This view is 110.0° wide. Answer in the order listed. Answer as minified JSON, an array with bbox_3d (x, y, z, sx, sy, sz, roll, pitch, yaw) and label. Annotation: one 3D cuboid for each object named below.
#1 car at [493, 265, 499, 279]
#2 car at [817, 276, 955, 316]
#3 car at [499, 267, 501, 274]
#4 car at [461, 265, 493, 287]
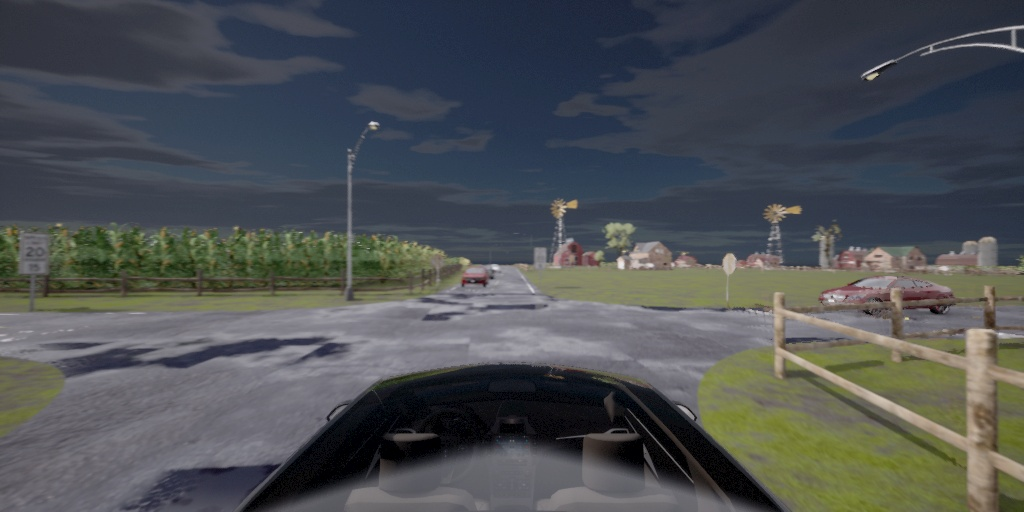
[{"bbox_3d":[-2.855,1.762,38.768,2.128,1.511,4.902,1,-1,0],"label":"car"},{"bbox_3d":[14.925,1.528,14.354,4.674,1.442,1.812,0,-1,-5],"label":"car"},{"bbox_3d":[-2.840,2.113,58.533,1.812,1.442,4.674,1,-1,0],"label":"car"},{"bbox_3d":[-2.836,1.588,28.448,1.882,1.535,5.008,1,-1,0],"label":"car"}]
